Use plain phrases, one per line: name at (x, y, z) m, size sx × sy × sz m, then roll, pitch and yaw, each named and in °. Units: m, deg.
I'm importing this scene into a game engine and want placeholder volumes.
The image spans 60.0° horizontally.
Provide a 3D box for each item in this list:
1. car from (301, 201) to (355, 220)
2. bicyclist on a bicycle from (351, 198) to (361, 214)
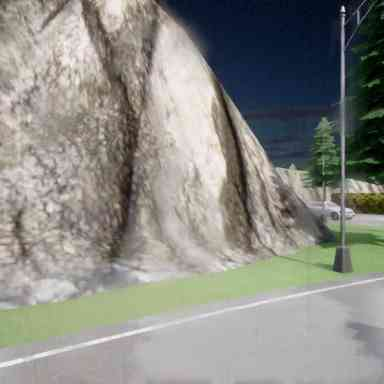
car at (11.287, 1.525, 27.983) m, size 1.812 × 1.442 × 4.674 m, roll 0°, pitch 0°, yaw -28°
bicyclist on a bicycle at (16.458, 1.453, 33.365) m, size 1.656 × 1.620 × 0.582 m, roll 0°, pitch 0°, yaw -28°
